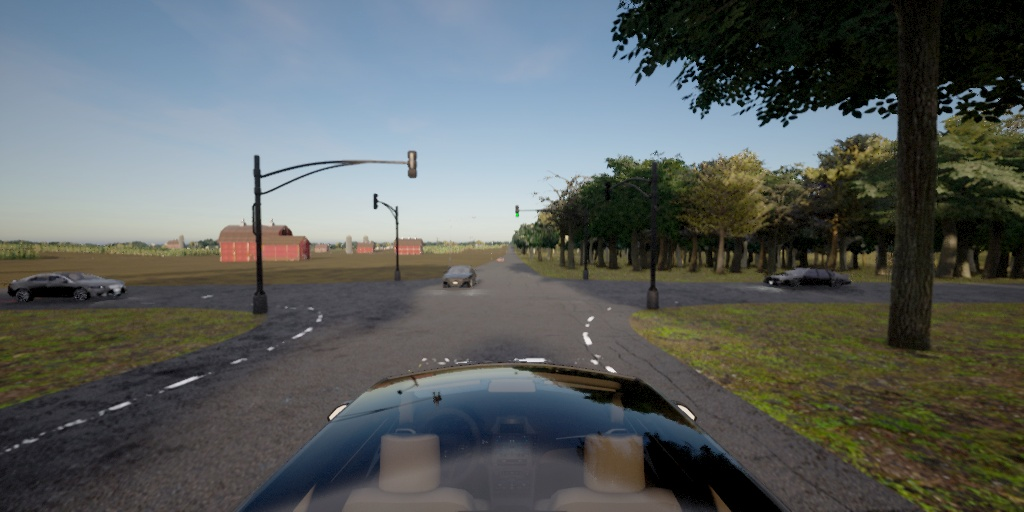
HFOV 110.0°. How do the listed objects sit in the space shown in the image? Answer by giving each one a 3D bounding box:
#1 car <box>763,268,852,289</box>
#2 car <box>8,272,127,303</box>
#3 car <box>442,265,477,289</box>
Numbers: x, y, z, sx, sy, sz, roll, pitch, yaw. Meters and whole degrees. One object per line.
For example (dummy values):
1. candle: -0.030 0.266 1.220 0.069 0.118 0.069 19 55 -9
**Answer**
1. car: 21.144 1.548 25.725 5.357 1.411 2.033 0 2 -3
2. car: -24.241 1.648 19.684 4.902 1.511 2.128 -1 2 -2
3. car: -3.520 1.404 24.730 1.882 1.535 5.008 -1 0 0
